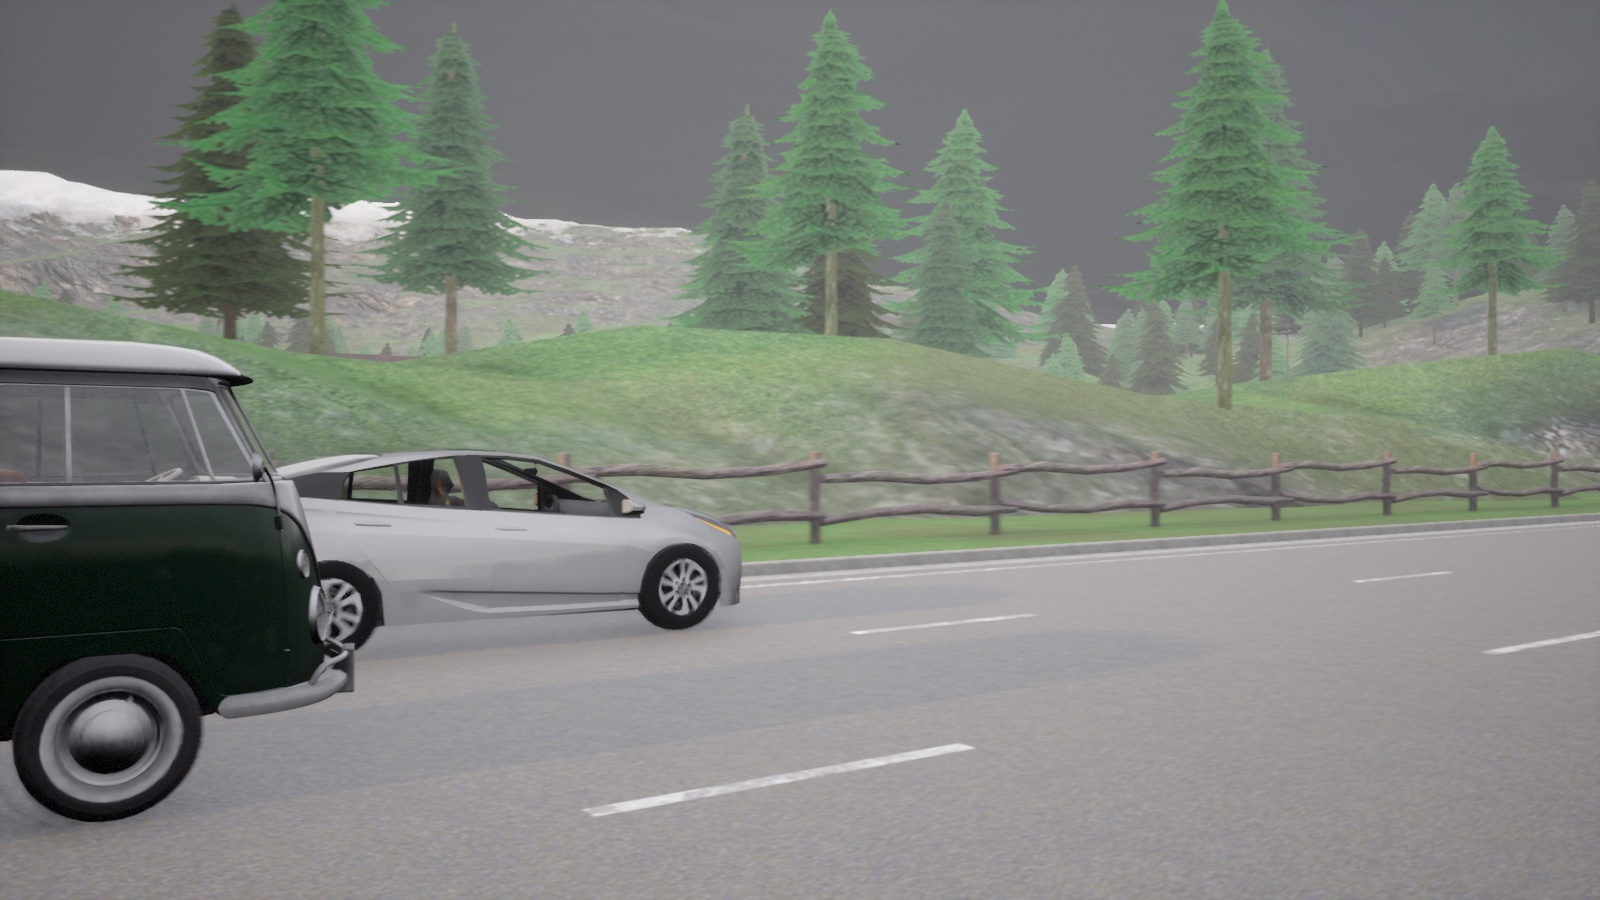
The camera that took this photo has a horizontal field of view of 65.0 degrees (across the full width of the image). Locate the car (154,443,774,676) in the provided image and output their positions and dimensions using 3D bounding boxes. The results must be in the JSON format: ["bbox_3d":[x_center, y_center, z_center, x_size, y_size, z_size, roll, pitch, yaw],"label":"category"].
[{"bbox_3d":[-2.655,0.719,10.340,4.514,1.525,2.007,0,0,-35],"label":"car"}]

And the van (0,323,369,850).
[{"bbox_3d":[-4.230,0.520,4.980,4.442,1.987,1.775,0,0,-35],"label":"van"}]
